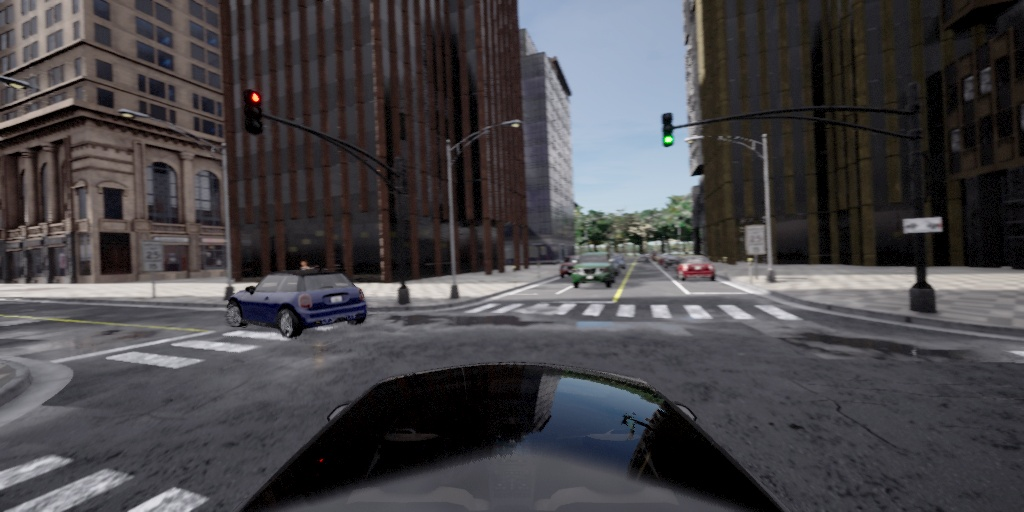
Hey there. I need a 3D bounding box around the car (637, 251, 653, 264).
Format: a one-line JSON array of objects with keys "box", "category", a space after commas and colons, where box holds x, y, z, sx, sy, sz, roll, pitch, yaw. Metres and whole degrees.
[{"box": [21.413, 0.425, 58.457, 2.128, 1.511, 4.902, -2, 0, 20], "category": "car"}]

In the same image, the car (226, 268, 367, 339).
[{"box": [-6.484, 1.211, 10.700, 4.553, 1.767, 2.097, -1, 1, 32], "category": "car"}]

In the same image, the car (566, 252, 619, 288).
[{"box": [5.129, 0.779, 22.149, 2.150, 2.045, 5.566, -2, 0, 19], "category": "car"}]

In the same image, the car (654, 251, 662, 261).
[{"box": [22.769, 0.395, 53.963, 1.751, 1.417, 4.829, 0, 0, 20], "category": "car"}]

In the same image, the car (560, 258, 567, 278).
[{"box": [5.540, 0.871, 31.076, 2.192, 1.841, 5.009, 0, 0, 20], "category": "car"}]

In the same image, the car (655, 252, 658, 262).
[{"box": [20.882, 0.483, 48.683, 1.888, 1.381, 4.507, 0, 0, 20], "category": "car"}]

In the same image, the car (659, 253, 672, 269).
[{"box": [17.221, 0.624, 38.443, 2.007, 1.370, 4.403, 0, 0, 20], "category": "car"}]

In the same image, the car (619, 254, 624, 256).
[{"box": [12.271, 0.837, 41.785, 2.033, 1.411, 5.357, -2, 0, 20], "category": "car"}]

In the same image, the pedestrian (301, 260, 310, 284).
[{"box": [-8.713, 1.028, 15.125, 0.375, 1.860, 0.375, -2, -1, 20], "category": "pedestrian"}]

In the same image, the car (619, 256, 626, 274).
[{"box": [8.659, 0.972, 31.903, 2.033, 1.411, 5.357, -2, 0, 21], "category": "car"}]

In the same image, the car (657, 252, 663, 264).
[{"box": [19.051, 0.551, 43.563, 1.888, 1.381, 4.507, 0, 0, 20], "category": "car"}]

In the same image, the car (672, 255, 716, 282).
[{"box": [11.730, 0.720, 23.084, 1.967, 1.591, 4.097, 0, 0, 20], "category": "car"}]
